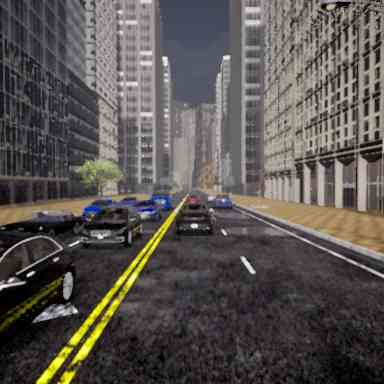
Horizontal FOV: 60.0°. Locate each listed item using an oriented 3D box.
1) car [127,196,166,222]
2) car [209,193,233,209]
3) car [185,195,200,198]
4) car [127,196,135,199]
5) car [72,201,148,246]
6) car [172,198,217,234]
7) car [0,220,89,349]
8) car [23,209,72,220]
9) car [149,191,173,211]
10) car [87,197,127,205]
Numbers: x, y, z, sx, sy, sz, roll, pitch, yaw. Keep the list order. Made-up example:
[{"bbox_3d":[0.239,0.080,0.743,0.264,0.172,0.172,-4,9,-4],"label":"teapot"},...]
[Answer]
[{"bbox_3d":[-3.245,1.288,24.321,1.812,1.442,4.674,0,1,0],"label":"car"},{"bbox_3d":[3.398,0.942,37.967,2.097,1.767,4.553,0,1,0],"label":"car"},{"bbox_3d":[0.115,1.066,43.620,1.812,1.442,4.674,0,1,0],"label":"car"},{"bbox_3d":[-6.457,1.188,34.808,1.812,1.442,4.674,0,1,0],"label":"car"},{"bbox_3d":[-3.317,1.373,14.501,1.837,1.490,4.892,0,1,0],"label":"car"},{"bbox_3d":[0.121,1.322,18.017,1.837,1.490,4.892,0,1,0],"label":"car"},{"bbox_3d":[-3.337,1.471,5.162,1.837,1.490,4.892,0,1,0],"label":"car"},{"bbox_3d":[-6.561,1.475,15.034,1.895,1.301,4.718,0,1,0],"label":"car"},{"bbox_3d":[-3.209,0.872,34.770,2.150,2.045,5.566,0,1,0],"label":"car"},{"bbox_3d":[-6.489,1.250,24.538,1.882,1.535,5.008,0,1,0],"label":"car"}]
